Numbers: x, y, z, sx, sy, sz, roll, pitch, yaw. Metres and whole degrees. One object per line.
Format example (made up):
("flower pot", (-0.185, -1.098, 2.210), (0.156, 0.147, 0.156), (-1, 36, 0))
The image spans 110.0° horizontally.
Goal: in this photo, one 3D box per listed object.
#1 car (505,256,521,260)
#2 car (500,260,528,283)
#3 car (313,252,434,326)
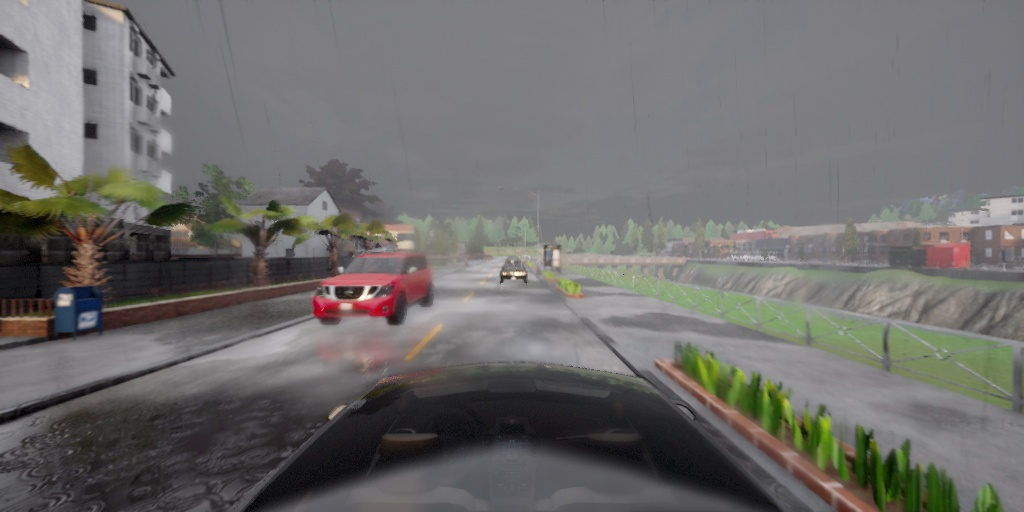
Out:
("car", (0.124, 0.731, 47.806), (2.097, 1.767, 4.553), (0, 0, 0))
("car", (0.112, 1.158, 25.734), (1.895, 1.301, 4.718), (0, 0, 0))
("car", (-4.085, 0.890, 11.693), (2.150, 2.045, 5.566), (0, 0, 1))
